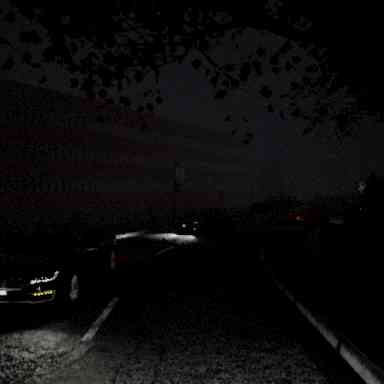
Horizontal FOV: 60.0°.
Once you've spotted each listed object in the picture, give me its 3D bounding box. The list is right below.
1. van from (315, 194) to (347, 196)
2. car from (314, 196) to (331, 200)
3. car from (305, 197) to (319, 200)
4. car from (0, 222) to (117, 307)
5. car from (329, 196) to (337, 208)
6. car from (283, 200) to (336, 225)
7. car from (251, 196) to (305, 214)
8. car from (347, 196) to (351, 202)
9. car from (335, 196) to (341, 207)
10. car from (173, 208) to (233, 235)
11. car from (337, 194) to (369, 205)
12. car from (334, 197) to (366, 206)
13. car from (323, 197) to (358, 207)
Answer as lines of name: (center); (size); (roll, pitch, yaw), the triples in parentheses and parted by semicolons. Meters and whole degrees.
van: (22.038, 1.515, 53.878); (4.442, 1.987, 1.878); (0, 0, 38)
car: (16.676, 1.765, 47.309); (4.674, 1.452, 2.002); (0, 0, 38)
car: (13.164, 1.711, 42.883); (5.008, 1.535, 2.097); (0, 0, 38)
car: (-3.233, 1.556, 8.272); (1.837, 1.490, 4.892); (0, -1, 2)
car: (18.436, 1.770, 49.520); (4.674, 1.452, 2.002); (0, 0, 38)
car: (8.925, 1.659, 25.064); (1.882, 1.535, 5.008); (0, 0, 39)
car: (9.634, 1.442, 38.469); (5.566, 2.045, 2.435); (0, 0, 38)
car: (23.699, 1.786, 56.166); (4.674, 1.452, 2.002); (0, 0, 38)
car: (20.167, 1.765, 51.754); (4.792, 1.488, 2.163); (0, 0, 38)
car: (0.743, 1.688, 19.922); (1.994, 1.385, 4.181); (0, 0, 37)
car: (32.502, 1.521, 67.217); (5.566, 2.045, 2.435); (0, 0, 38)
car: (30.869, 1.764, 64.906); (5.366, 1.575, 1.946); (0, 0, 38)
car: (27.067, 1.753, 60.708); (5.366, 1.575, 1.946); (0, 0, 38)
